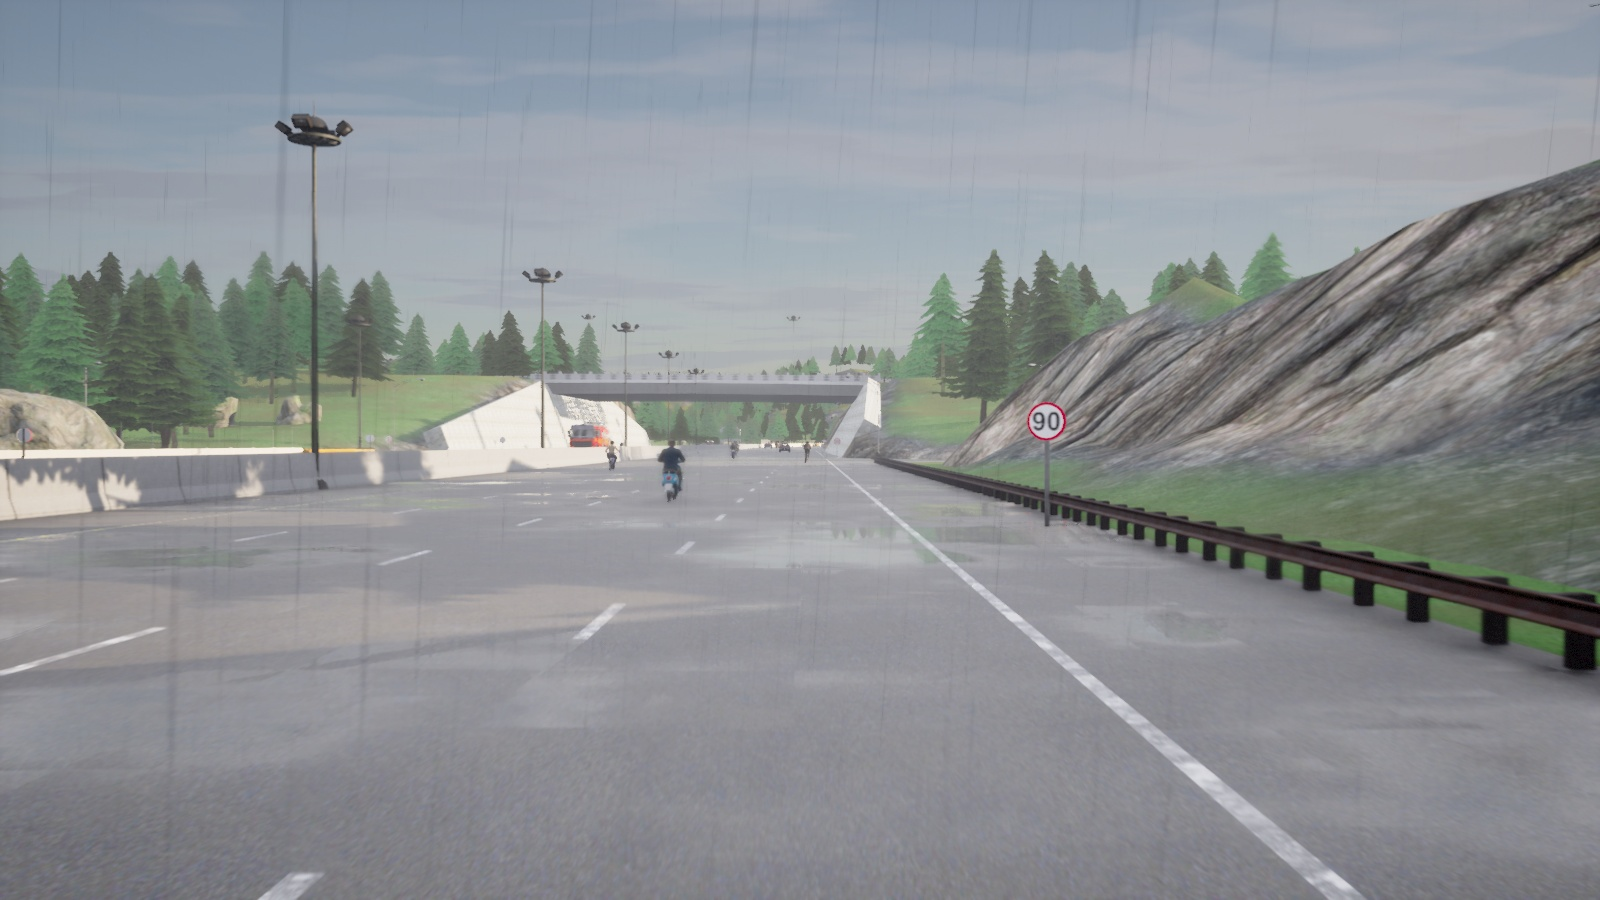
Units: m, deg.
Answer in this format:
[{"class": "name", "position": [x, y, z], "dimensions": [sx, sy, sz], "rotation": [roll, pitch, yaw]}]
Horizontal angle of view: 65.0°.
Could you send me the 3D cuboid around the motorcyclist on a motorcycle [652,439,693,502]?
[{"class": "motorcyclist on a motorcycle", "position": [-3.300, 0.514, 32.521], "dimensions": [0.866, 1.590, 1.817], "rotation": [0, 0, 0]}]
